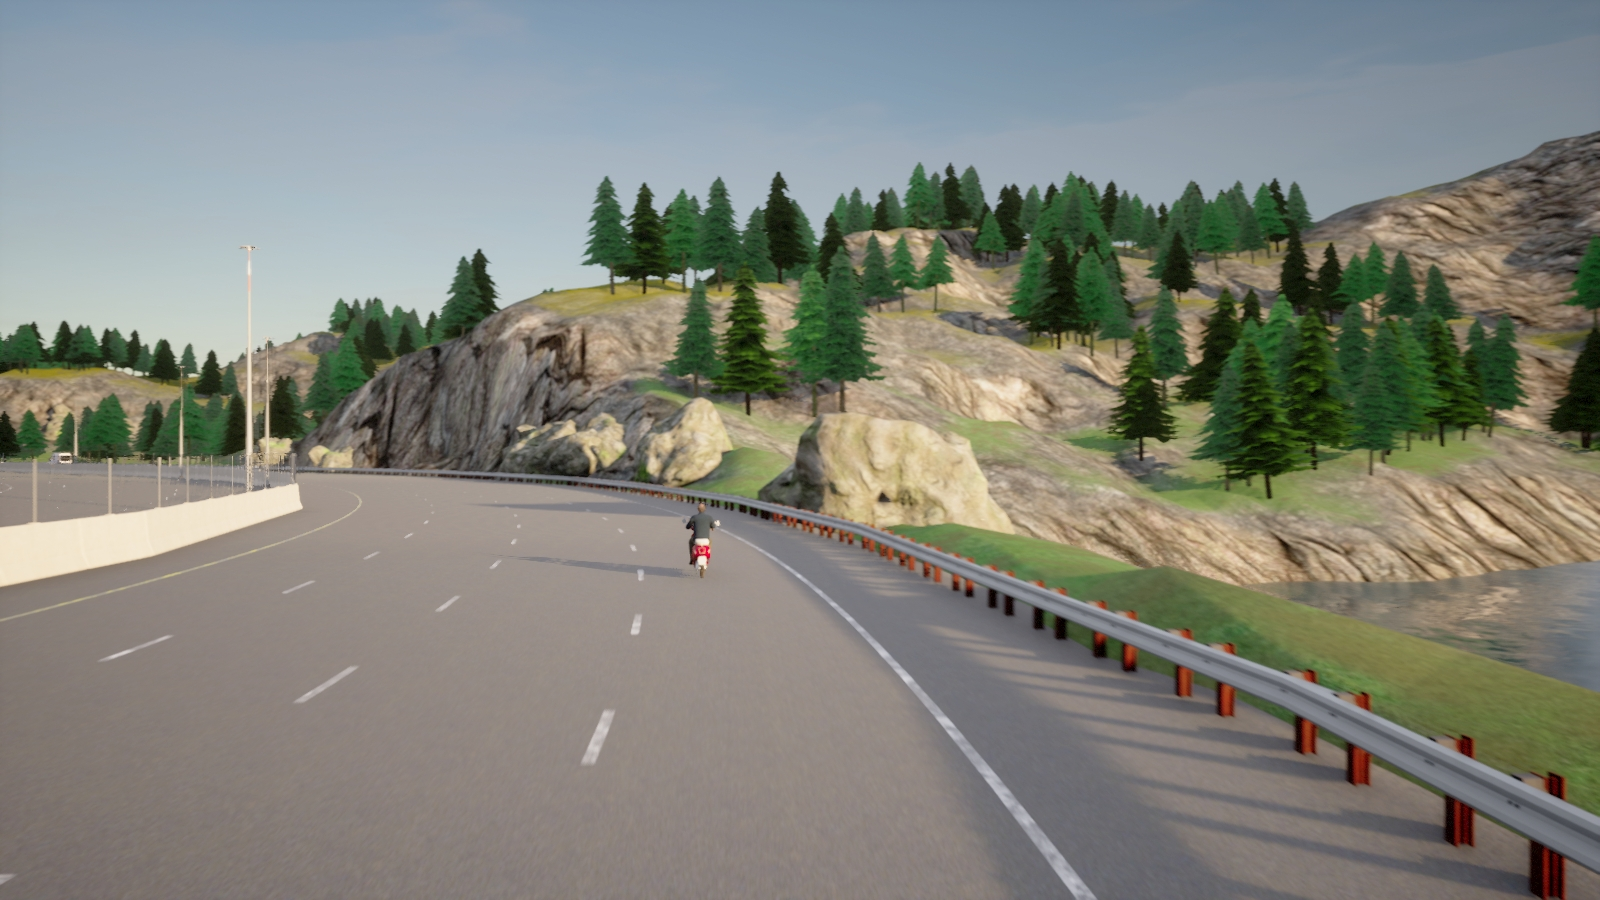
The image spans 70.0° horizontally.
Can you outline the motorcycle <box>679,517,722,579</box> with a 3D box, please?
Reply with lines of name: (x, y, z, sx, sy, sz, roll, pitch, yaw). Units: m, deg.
motorcycle: (-2.269, 2.199, 25.892, 0.856, 1.236, 1.805, 1, 0, -7)
